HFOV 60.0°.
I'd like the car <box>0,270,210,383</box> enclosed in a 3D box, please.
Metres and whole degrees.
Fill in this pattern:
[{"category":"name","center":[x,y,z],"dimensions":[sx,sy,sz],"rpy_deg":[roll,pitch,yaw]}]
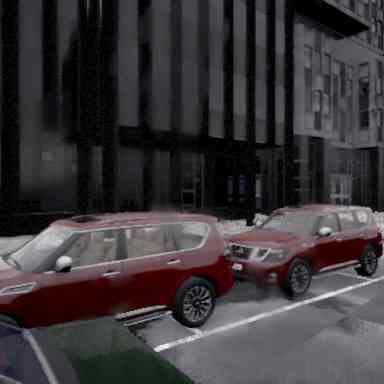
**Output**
[{"category":"car","center":[-2.271,1.603,1.759],"dimensions":[4.718,1.301,1.895],"rpy_deg":[0,0,-36]}]

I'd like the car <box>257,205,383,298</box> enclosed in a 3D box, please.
[{"category":"car","center":[3.039,1.300,8.699],"dimensions":[5.009,1.841,2.192],"rpy_deg":[0,0,-36]}]

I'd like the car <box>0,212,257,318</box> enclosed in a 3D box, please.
[{"category":"car","center":[-1.552,1.312,5.423],"dimensions":[5.009,1.841,2.192],"rpy_deg":[0,0,-36]}]
